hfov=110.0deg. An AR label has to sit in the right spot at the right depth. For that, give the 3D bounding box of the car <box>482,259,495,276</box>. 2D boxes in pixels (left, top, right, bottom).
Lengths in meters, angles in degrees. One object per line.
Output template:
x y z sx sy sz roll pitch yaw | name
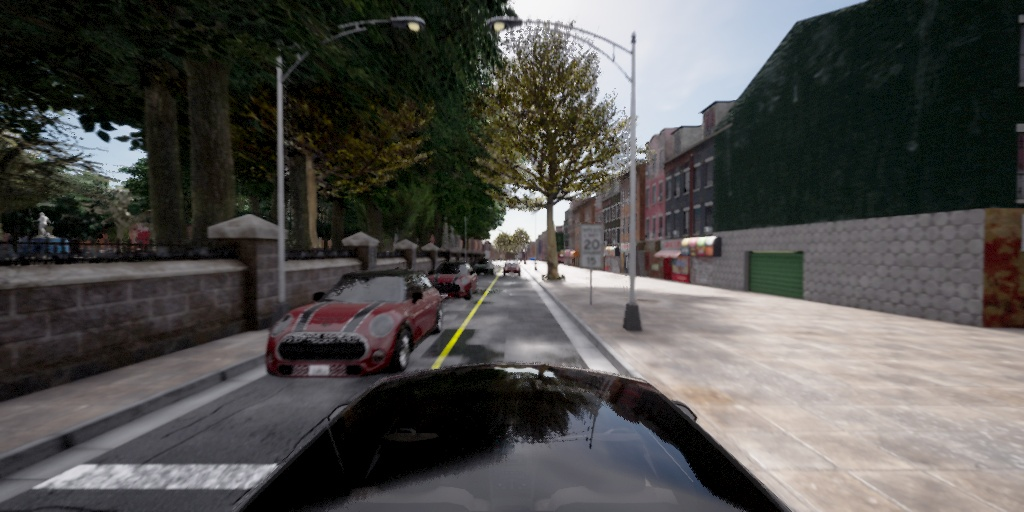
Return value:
-2.819 1.085 36.299 2.097 1.767 4.553 0 0 0 | car

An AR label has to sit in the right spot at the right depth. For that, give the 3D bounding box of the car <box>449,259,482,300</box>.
-2.848 1.086 17.413 2.097 1.767 4.553 0 0 0 | car

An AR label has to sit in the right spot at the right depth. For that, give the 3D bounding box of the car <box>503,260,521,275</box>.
-0.005 1.337 38.036 1.895 1.301 4.718 0 0 0 | car

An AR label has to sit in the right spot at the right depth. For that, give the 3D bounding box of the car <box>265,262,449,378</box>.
-2.848 1.095 7.546 2.097 1.767 4.553 0 0 0 | car
